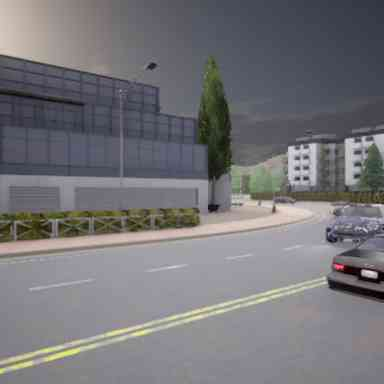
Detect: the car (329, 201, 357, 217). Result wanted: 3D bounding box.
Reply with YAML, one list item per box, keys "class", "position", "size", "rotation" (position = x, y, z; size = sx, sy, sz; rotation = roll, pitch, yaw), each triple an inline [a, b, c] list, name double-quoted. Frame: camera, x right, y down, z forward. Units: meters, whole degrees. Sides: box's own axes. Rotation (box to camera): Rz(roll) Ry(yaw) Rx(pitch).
- class: "car"
  position: [14.422, 1.568, 31.960]
  size: [1.895, 1.301, 4.718]
  rotation: [0, 0, 18]

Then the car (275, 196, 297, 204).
- class: "car"
  position: [17.028, 1.440, 60.761]
  size: [2.128, 1.511, 4.902]
  rotation: [0, 0, -22]

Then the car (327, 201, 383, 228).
- class: "car"
  position: [7.766, 1.336, 14.902]
  size: [2.097, 1.767, 4.553]
  rotation: [0, 0, 43]

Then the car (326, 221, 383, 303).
- class: "car"
  position: [5.191, 1.538, 7.628]
  size: [5.357, 1.411, 2.033]
  rotation: [0, 0, -39]
